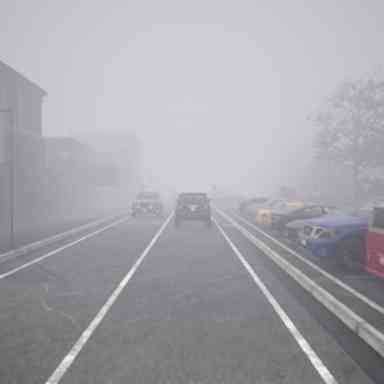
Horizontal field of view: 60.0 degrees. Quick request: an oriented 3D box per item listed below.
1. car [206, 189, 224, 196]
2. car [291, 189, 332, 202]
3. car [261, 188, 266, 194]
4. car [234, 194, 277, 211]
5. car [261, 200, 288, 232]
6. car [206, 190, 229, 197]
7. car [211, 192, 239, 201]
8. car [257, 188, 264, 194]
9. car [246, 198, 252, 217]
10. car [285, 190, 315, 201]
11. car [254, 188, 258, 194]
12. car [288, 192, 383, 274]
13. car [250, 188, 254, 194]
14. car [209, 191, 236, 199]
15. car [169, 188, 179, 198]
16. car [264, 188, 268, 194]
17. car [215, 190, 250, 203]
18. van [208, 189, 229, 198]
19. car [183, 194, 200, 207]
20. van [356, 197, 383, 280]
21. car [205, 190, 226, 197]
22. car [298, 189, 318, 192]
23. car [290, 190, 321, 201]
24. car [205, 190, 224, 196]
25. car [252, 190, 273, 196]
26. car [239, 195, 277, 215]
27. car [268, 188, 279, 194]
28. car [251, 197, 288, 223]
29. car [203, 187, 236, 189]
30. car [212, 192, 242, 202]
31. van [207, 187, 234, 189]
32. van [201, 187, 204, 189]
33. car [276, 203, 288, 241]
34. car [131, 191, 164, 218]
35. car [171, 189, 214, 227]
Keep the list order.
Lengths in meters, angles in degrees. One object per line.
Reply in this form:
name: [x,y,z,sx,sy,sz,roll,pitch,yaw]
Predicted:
car: [5.708,0.138,83.313,4.553,1.767,2.185,0,1,0]
car: [18.925,0.571,52.729,5.566,2.045,2.435,0,1,0]
car: [18.810,0.448,75.011,4.792,1.488,2.163,0,1,0]
car: [6.101,1.127,26.730,4.792,1.488,2.163,0,1,0]
car: [6.066,1.280,15.426,5.008,1.535,2.097,0,1,0]
car: [5.938,0.364,77.749,5.366,1.575,1.946,0,1,0]
car: [5.805,0.761,58.270,4.674,1.452,2.002,0,1,0]
car: [18.857,0.190,80.576,4.553,1.767,2.185,0,1,0]
car: [6.074,1.229,21.078,4.674,1.452,2.002,0,1,0]
car: [18.913,0.594,58.426,4.553,1.767,2.185,0,1,0]
car: [18.825,0.265,83.364,4.892,1.521,2.231,0,1,0]
car: [6.042,1.121,9.772,5.566,2.045,2.435,0,1,0]
car: [18.784,-0.040,86.142,5.566,2.045,2.435,0,1,0]
car: [5.782,0.621,63.835,4.892,1.521,2.231,0,1,0]
car: [-3.581,0.218,68.819,2.150,2.045,5.566,0,1,0]
car: [18.852,0.469,72.224,5.008,1.535,2.097,0,1,0]
car: [5.838,0.910,50.063,4.674,1.452,2.002,1,1,0]
van: [5.650,0.243,72.178,4.442,1.987,1.878,0,1,0]
car: [-0.069,1.036,41.746,1.994,1.385,4.181,0,1,0]
van: [6.186,1.192,6.947,4.442,1.987,1.878,0,1,0]
car: [5.752,0.316,80.531,4.892,1.521,2.231,0,1,0]
car: [18.872,0.747,49.946,4.553,1.767,2.185,0,1,0]
car: [18.920,0.644,55.641,4.553,1.767,2.185,0,1,0]
car: [5.735,0.251,86.098,4.674,1.452,2.002,0,1,0]
car: [18.809,0.158,88.933,5.008,1.535,2.097,0,1,0]
car: [6.074,1.183,23.903,4.674,1.452,2.002,0,1,0]
car: [18.889,0.316,66.776,5.566,2.045,2.435,0,1,0]
car: [6.257,1.232,18.252,5.366,1.575,1.946,0,1,0]
car: [5.746,0.268,69.395,5.566,2.045,2.435,0,1,0]
car: [5.838,0.801,55.487,4.792,1.488,2.163,0,1,0]
van: [5.665,0.342,66.737,4.442,1.987,1.878,0,1,0]
van: [5.593,-0.175,94.504,4.442,1.987,1.878,0,1,0]
car: [6.076,1.326,12.602,5.008,1.535,2.097,0,1,0]
car: [-3.429,0.923,26.637,2.150,2.045,5.566,0,1,0]
car: [0.049,0.996,21.030,2.150,2.045,5.566,0,1,0]
